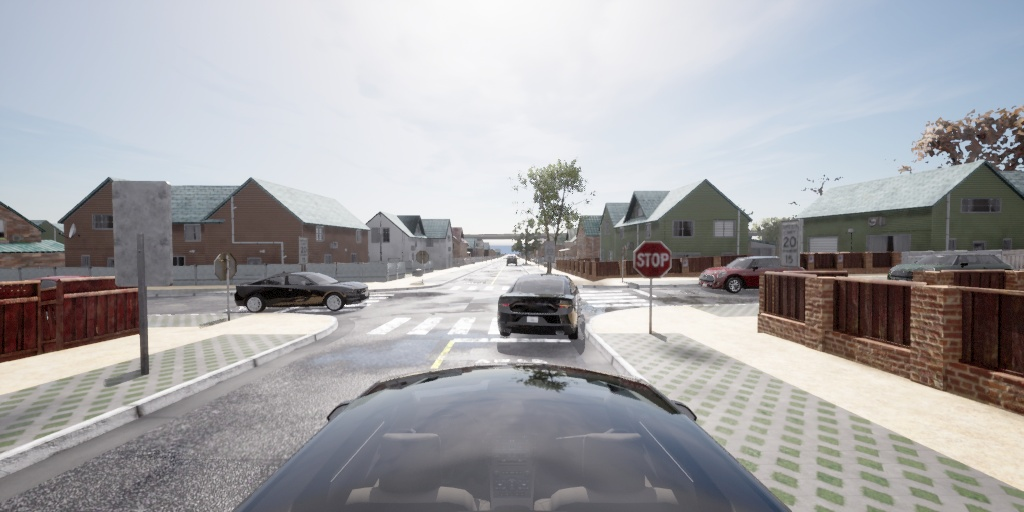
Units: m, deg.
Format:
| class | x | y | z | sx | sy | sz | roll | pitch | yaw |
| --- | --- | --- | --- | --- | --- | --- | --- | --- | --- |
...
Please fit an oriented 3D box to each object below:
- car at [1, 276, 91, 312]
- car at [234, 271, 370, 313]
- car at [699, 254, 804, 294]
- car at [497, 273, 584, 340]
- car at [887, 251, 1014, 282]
| class | x | y | z | sx | sy | sz | roll | pitch | yaw |
| --- | --- | --- | --- | --- | --- | --- | --- | --- | --- |
| car | -18.025 | 1.547 | 14.627 | 5.008 | 1.535 | 1.882 | -1 | 2 | 0 |
| car | -8.472 | 1.377 | 14.693 | 5.008 | 1.535 | 1.882 | -1 | 2 | 0 |
| car | 11.802 | 0.821 | 17.782 | 4.553 | 1.767 | 2.097 | -1 | 2 | 0 |
| car | 0.956 | 1.224 | 10.169 | 1.882 | 1.535 | 5.008 | 0 | 0 | 12 |
| car | 21.697 | 0.646 | 17.856 | 4.553 | 1.767 | 2.097 | -1 | 2 | 0 |
